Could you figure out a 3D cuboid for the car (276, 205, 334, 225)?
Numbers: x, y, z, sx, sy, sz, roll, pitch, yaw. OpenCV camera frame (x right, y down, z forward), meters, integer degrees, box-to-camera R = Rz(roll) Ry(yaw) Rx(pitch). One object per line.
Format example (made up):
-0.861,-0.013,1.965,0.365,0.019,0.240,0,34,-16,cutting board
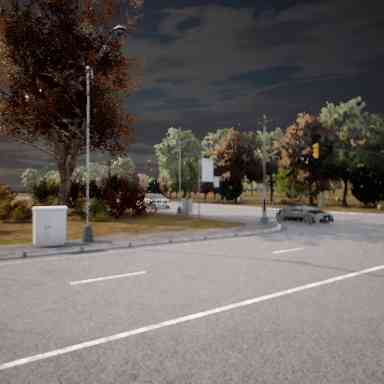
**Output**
8.320,1.650,24.767,1.994,1.385,4.181,0,0,-32,car

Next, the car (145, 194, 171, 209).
-4.931,1.271,45.642,2.150,2.045,5.566,0,0,-33,car
